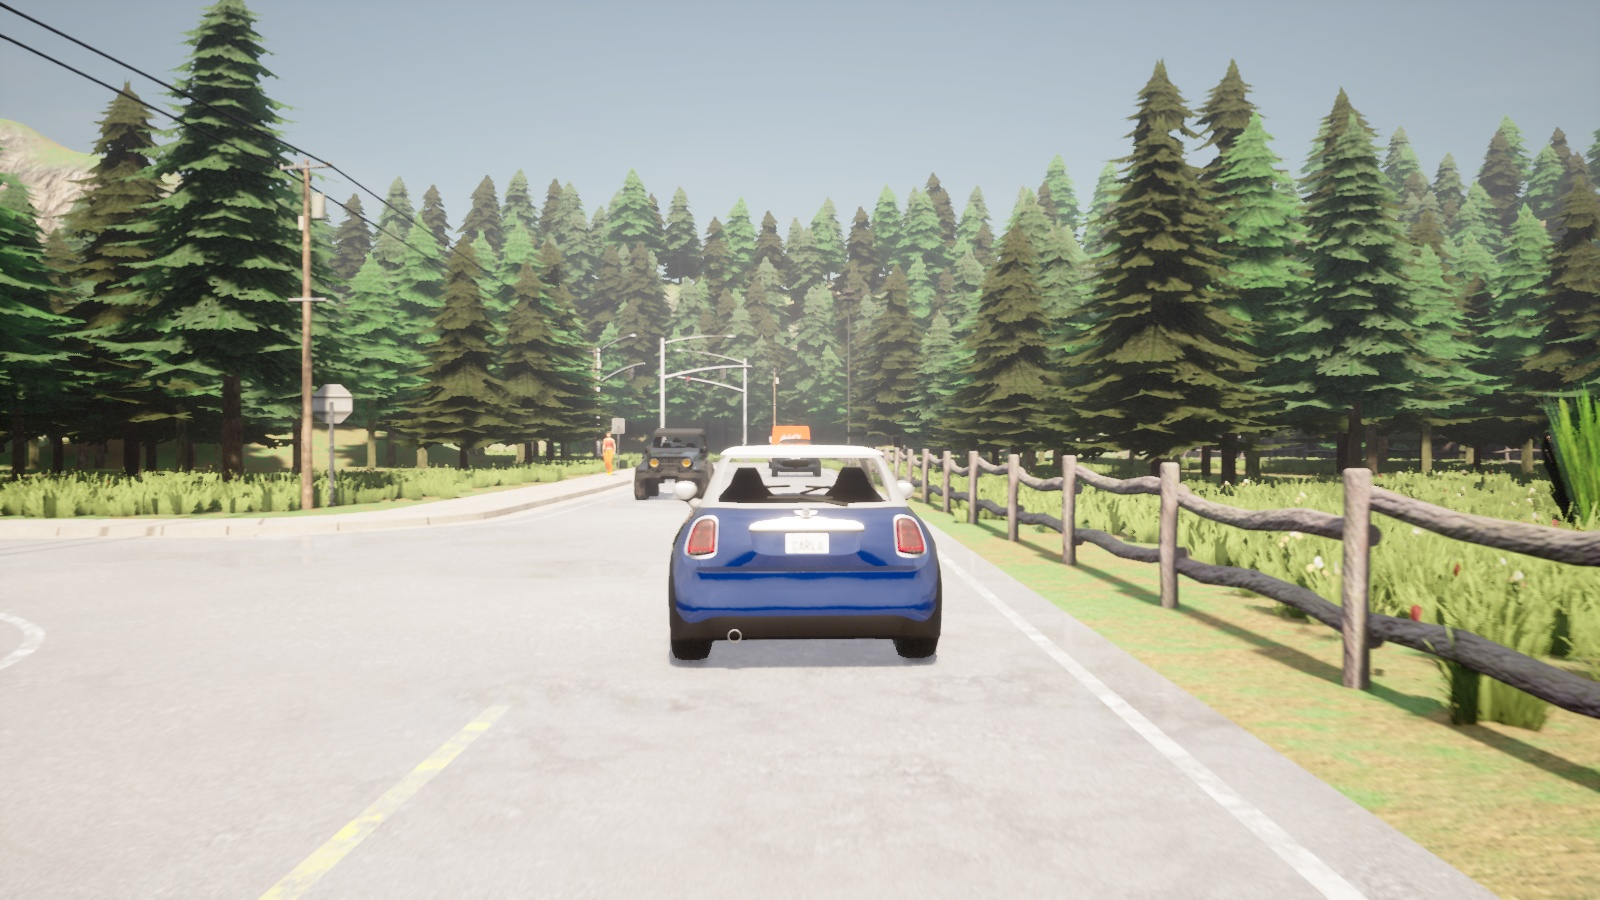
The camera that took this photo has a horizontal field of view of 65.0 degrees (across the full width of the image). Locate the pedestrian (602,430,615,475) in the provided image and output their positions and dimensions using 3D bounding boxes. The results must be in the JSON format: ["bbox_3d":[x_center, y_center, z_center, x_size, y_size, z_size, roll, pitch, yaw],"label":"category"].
[{"bbox_3d":[-7.826,0.103,51.348,0.345,1.836,0.594,0,0,14],"label":"pedestrian"}]

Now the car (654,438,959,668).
[{"bbox_3d":[-0.047,0.653,10.007,1.970,1.475,3.806,0,0,-3],"label":"car"}]

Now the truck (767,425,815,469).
[{"bbox_3d":[-0.571,-0.168,72.822,2.627,2.467,5.204,0,0,-2],"label":"truck"}]

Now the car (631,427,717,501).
[{"bbox_3d":[-3.298,0.340,33.469,1.905,1.878,3.866,0,0,0],"label":"car"}]

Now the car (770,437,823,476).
[{"bbox_3d":[-0.192,0.265,55.898,2.242,1.667,4.611,0,0,-1],"label":"car"}]
